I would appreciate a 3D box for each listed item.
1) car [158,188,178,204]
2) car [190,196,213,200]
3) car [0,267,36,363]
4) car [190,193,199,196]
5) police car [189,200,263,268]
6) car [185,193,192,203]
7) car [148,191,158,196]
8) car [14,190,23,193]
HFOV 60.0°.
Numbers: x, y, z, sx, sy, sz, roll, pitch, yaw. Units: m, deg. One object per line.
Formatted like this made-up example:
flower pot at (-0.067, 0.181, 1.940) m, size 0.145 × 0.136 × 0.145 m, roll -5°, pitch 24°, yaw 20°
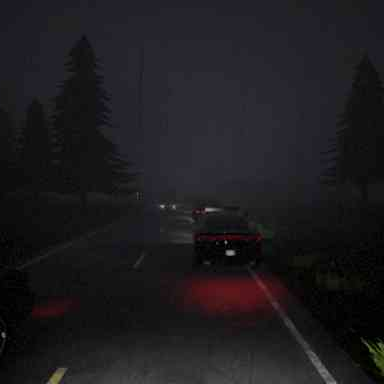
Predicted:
car at (-3.221, 0.500, 47.718) m, size 2.150 × 2.045 × 5.566 m, roll 0°, pitch 1°, yaw 0°
car at (0.952, 1.214, 20.757) m, size 1.837 × 1.490 × 4.892 m, roll 0°, pitch 1°, yaw 0°
car at (-3.299, 1.506, 2.756) m, size 2.033 × 1.411 × 5.357 m, roll 0°, pitch 1°, yaw 0°
car at (0.949, 1.130, 26.757) m, size 1.837 × 1.490 × 4.892 m, roll 0°, pitch 1°, yaw 0°
police car at (0.957, 1.272, 10.867) m, size 1.930 × 1.638 × 5.238 m, roll 0°, pitch 1°, yaw 0°
car at (0.016, 0.808, 47.909) m, size 1.882 × 1.535 × 5.008 m, roll 0°, pitch 1°, yaw 1°
car at (-7.391, 0.564, 59.276) m, size 5.008 × 1.535 × 1.882 m, roll 2°, pitch 1°, yaw 0°
car at (-34.119, 0.424, 65.550) m, size 1.851 × 1.617 × 3.988 m, roll 0°, pitch 1°, yaw 0°
